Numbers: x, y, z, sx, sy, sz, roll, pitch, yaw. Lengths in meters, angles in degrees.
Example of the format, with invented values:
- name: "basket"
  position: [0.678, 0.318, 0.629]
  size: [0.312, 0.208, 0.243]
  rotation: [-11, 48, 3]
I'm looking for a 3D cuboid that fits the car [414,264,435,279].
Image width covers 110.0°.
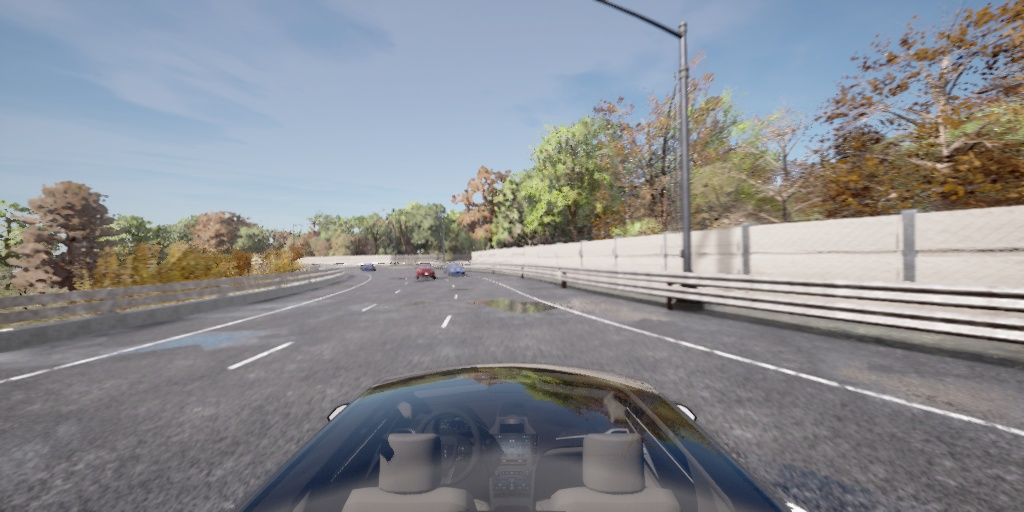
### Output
- name: "car"
  position: [-8.886, 1.549, 36.475]
  size: [1.812, 1.442, 4.674]
  rotation: [-1, 0, -18]

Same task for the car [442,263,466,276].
- name: "car"
  position: [-6.761, 1.552, 41.432]
  size: [2.033, 1.411, 5.357]
  rotation: [-1, 0, -21]
